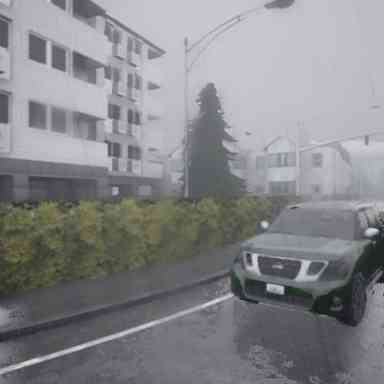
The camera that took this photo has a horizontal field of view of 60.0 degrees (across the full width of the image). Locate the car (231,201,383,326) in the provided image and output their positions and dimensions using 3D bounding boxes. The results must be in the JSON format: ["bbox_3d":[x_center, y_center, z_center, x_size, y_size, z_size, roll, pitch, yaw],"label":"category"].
[{"bbox_3d":[3.059,1.253,7.678,2.150,2.045,5.566,0,0,38],"label":"car"}]
